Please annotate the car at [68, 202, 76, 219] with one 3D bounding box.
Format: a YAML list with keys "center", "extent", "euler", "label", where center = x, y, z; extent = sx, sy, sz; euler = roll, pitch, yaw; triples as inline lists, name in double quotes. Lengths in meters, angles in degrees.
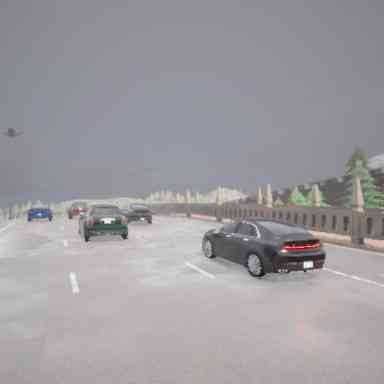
- center: [-11.751, 1.861, 34.586]
  extent: [2.097, 1.767, 4.553]
  euler: [0, -3, -22]
  label: "car"

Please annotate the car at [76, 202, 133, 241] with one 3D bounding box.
- center: [-4.827, 1.467, 17.774]
  extent: [2.097, 1.767, 4.553]
  euler: [0, 0, -22]
  label: "car"

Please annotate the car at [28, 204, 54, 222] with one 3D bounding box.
- center: [-13.691, 1.823, 30.107]
  extent: [1.882, 1.535, 5.008]
  euler: [0, -2, -22]
  label: "car"

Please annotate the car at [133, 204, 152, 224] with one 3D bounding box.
- center: [-4.477, 1.678, 26.115]
  extent: [1.837, 1.490, 4.892]
  euler: [0, 0, -22]
  label: "car"

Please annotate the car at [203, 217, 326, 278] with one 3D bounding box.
- center: [1.959, 1.567, 10.489]
  extent: [1.837, 1.490, 4.892]
  euler: [0, 0, -22]
  label: "car"

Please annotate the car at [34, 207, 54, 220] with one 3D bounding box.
- center: [-17.689, 2.556, 39.785]
  extent: [1.994, 1.385, 4.181]
  euler: [0, -5, -21]
  label: "car"
